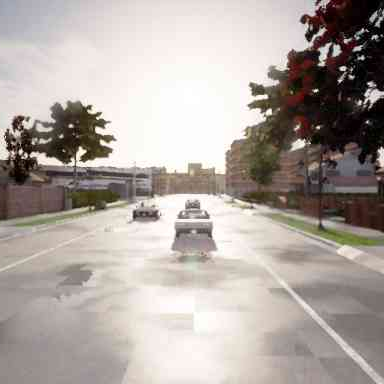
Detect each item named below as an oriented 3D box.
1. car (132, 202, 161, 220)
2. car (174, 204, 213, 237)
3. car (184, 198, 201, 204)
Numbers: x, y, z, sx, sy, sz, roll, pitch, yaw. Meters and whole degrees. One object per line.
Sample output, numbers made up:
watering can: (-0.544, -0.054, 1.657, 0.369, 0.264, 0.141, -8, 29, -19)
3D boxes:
car: (-3.597, 1.493, 26.993, 1.994, 1.385, 4.181, 0, 0, 0)
car: (0.085, 1.568, 17.897, 1.895, 1.301, 4.718, 0, 0, 0)
car: (0.085, 1.425, 38.442, 2.033, 1.411, 5.357, 0, 0, 0)
